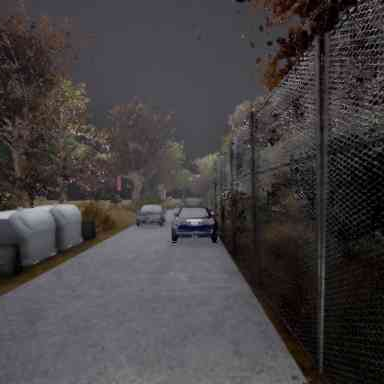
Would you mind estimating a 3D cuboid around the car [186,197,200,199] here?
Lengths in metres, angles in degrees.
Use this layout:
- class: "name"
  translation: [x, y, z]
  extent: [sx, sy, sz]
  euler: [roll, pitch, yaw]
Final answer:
- class: "car"
  translation: [0.170, 1.601, 39.179]
  extent: [2.150, 2.045, 5.566]
  euler: [-1, -1, 1]

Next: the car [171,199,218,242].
- class: "car"
  translation: [0.093, 1.418, 16.840]
  extent: [2.097, 1.767, 4.553]
  euler: [0, 0, 0]

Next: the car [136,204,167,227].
- class: "car"
  translation: [-2.888, 1.654, 24.213]
  extent: [1.837, 1.490, 4.892]
  euler: [0, -1, 0]

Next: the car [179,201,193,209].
- class: "car"
  translation: [-1.128, 2.463, 65.097]
  extent: [1.882, 1.535, 5.008]
  euler: [0, -2, 7]
